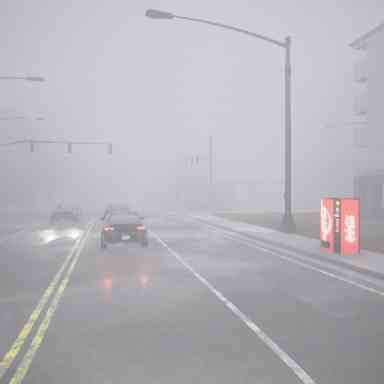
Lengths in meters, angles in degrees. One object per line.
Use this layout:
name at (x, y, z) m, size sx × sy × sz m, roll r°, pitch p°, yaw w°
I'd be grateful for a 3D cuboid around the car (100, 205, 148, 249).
car at (-3.027, 1.526, 14.638) m, size 1.812 × 1.442 × 4.674 m, roll 0°, pitch 0°, yaw -14°

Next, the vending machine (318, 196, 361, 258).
vending machine at (5.230, 1.195, 11.823) m, size 1.100 × 2.100 × 0.880 m, roll 0°, pitch 0°, yaw -14°

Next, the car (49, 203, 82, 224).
car at (-9.264, 1.514, 24.608) m, size 1.895 × 1.301 × 4.718 m, roll 0°, pitch 0°, yaw -14°

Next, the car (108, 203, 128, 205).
car at (-5.250, 1.478, 23.414) m, size 1.882 × 1.535 × 5.008 m, roll 0°, pitch 0°, yaw -14°
